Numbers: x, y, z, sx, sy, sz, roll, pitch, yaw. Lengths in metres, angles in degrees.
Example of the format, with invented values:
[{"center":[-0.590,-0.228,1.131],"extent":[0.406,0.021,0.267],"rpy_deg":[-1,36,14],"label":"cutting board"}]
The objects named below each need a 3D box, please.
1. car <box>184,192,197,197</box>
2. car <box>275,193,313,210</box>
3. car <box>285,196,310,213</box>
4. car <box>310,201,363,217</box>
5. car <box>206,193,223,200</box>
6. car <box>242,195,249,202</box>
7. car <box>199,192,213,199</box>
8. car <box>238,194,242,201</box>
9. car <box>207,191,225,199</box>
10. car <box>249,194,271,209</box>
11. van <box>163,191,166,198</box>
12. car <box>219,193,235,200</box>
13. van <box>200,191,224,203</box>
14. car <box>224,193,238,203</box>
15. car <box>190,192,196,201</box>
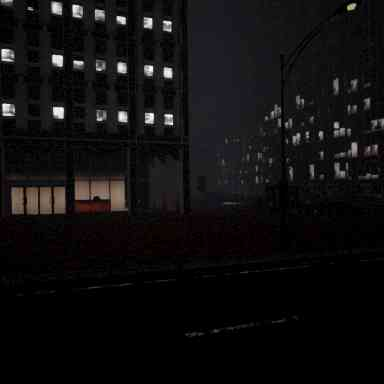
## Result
[{"center":[-0.418,0.709,90.990],"extent":[2.008,1.369,4.403],"rpy_deg":[0,1,-20],"label":"car"},{"center":[12.028,1.087,39.570],"extent":[2.097,1.767,4.553],"rpy_deg":[-1,1,-20],"label":"car"},{"center":[10.940,1.399,34.661],"extent":[1.802,1.307,4.206],"rpy_deg":[0,1,-20],"label":"car"},{"center":[12.858,1.434,29.309],"extent":[1.947,1.339,4.313],"rpy_deg":[0,1,-20],"label":"car"},{"center":[4.559,0.930,69.609],"extent":[1.812,1.442,4.674],"rpy_deg":[-1,1,-20],"label":"car"},{"center":[11.188,1.059,58.924],"extent":[1.802,1.307,4.206],"rpy_deg":[0,1,-20],"label":"car"},{"center":[3.450,0.705,80.300],"extent":[1.967,1.590,4.097],"rpy_deg":[0,1,-20],"label":"car"},{"center":[7.974,1.023,60.173],"extent":[1.812,1.442,4.674],"rpy_deg":[-1,1,-20],"label":"car"},{"center":[5.384,0.633,74.955],"extent":[2.192,1.841,5.009],"rpy_deg":[0,1,-20],"label":"car"},{"center":[9.061,1.331,40.025],"extent":[1.947,1.339,4.313],"rpy_deg":[0,1,-20],"label":"car"},{"center":[-6.364,0.687,82.793],"extent":[1.690,1.788,3.998],"rpy_deg":[0,1,-20],"label":"van"},{"center":[7.320,0.953,69.614],"extent":[1.802,1.307,4.206],"rpy_deg":[0,1,-20],"label":"car"},{"center":[3.308,0.952,56.071],"extent":[1.690,1.788,3.998],"rpy_deg":[0,1,-20],"label":"van"},{"center":[5.467,1.106,57.942],"extent":[2.033,1.411,5.357],"rpy_deg":[-1,1,-20],"label":"car"},{"center":[-0.560,1.056,66.763],"extent":[2.008,1.369,4.403],"rpy_deg":[0,1,-20],"label":"car"}]
